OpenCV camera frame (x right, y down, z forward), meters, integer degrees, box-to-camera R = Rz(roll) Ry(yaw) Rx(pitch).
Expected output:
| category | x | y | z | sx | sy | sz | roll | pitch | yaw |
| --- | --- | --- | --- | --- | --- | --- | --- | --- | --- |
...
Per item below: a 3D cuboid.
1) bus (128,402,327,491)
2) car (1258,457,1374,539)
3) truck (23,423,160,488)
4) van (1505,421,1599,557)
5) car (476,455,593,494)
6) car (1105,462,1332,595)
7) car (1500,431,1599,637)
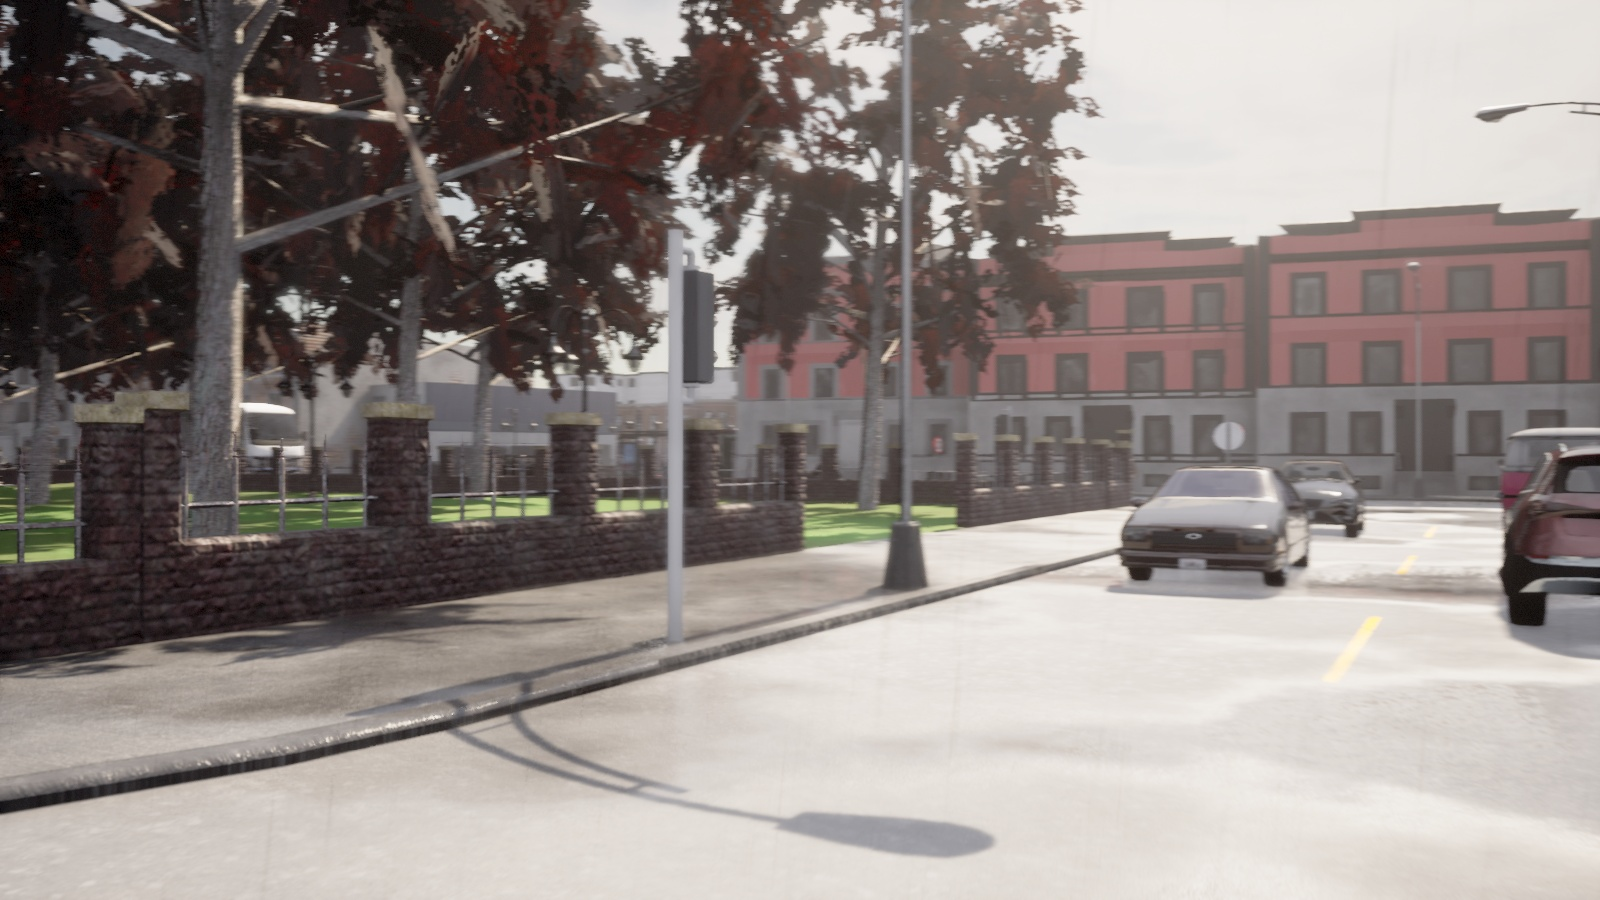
| category | x | y | z | sx | sy | sz | roll | pitch | yaw |
| --- | --- | --- | --- | --- | --- | --- | --- | --- | --- |
| bus | -29.447 | -0.143 | 64.490 | 10.273 | 4.253 | 3.944 | 0 | 0 | 29 |
| car | 10.315 | 0.877 | 24.930 | 1.816 | 1.474 | 4.193 | 0 | 0 | 27 |
| truck | -39.558 | 0.319 | 70.038 | 7.936 | 3.462 | 2.891 | 0 | 0 | 29 |
| van | 12.549 | 0.581 | 20.487 | 1.775 | 1.987 | 4.442 | 0 | 0 | 29 |
| car | -11.573 | 1.045 | 54.655 | 4.856 | 1.649 | 2.033 | 0 | 0 | 29 |
| car | 5.626 | 0.874 | 16.373 | 2.033 | 1.411 | 5.357 | 0 | 0 | 27 |
| car | 7.909 | 0.720 | 12.053 | 2.033 | 1.649 | 4.856 | 0 | -1 | 29 |
